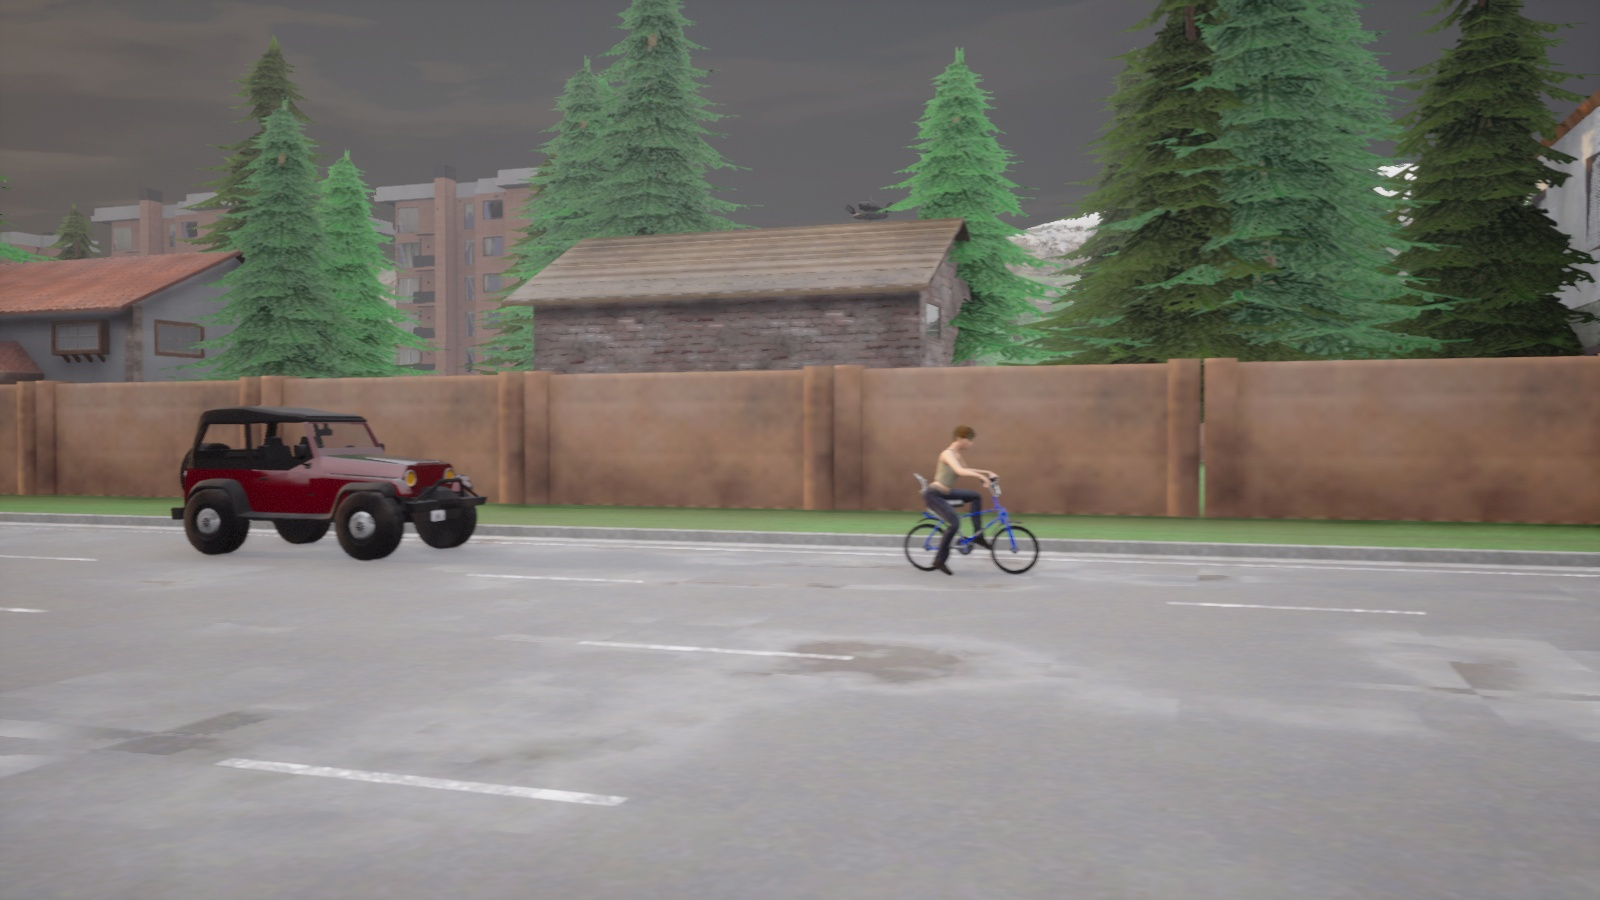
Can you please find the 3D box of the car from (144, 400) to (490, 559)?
[{"bbox_3d":[-6.248,0.317,16.346,3.866,1.878,1.905,1,1,19],"label":"car"}]

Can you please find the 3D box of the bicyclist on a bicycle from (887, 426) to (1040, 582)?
[{"bbox_3d":[1.788,0.545,13.669,1.509,1.612,0.866,1,1,18],"label":"bicyclist on a bicycle"}]
